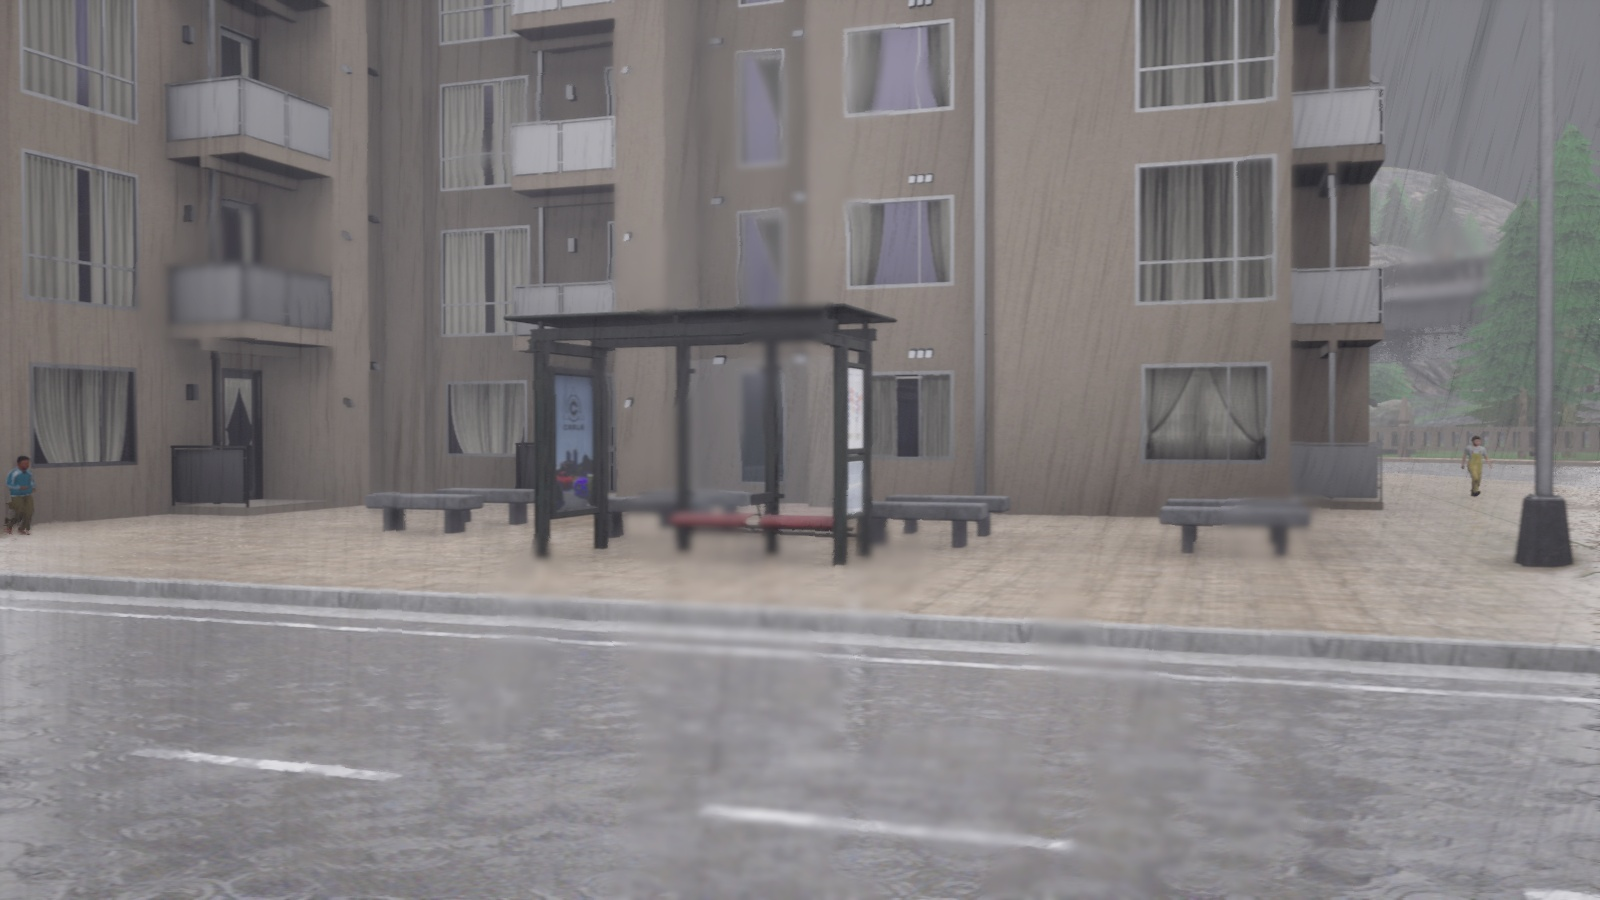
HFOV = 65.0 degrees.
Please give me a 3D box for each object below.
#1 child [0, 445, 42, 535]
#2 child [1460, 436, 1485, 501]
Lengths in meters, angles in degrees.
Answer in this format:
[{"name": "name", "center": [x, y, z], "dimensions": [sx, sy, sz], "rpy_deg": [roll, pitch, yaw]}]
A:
[{"name": "child", "center": [-10.537, 0.530, 16.945], "dimensions": [0.448, 1.192, 0.343], "rpy_deg": [1, 1, 28]}, {"name": "child", "center": [13.309, 0.363, 24.859], "dimensions": [0.270, 1.263, 0.437], "rpy_deg": [0, 1, 4]}]
